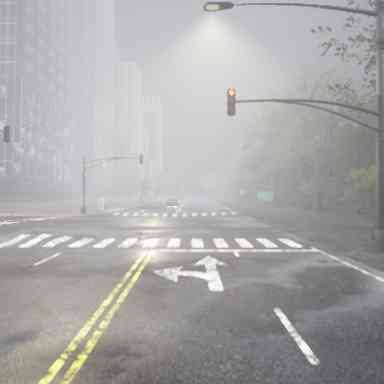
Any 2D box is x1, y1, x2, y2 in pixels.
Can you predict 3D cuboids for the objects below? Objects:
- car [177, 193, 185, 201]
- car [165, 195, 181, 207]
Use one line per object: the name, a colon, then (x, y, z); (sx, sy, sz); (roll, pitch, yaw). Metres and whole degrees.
car: (-3.203, 1.359, 92.665); (2.150, 2.045, 5.566); (0, 0, 0)
car: (-3.222, 1.672, 53.790); (1.994, 1.385, 4.181); (0, 1, 0)
